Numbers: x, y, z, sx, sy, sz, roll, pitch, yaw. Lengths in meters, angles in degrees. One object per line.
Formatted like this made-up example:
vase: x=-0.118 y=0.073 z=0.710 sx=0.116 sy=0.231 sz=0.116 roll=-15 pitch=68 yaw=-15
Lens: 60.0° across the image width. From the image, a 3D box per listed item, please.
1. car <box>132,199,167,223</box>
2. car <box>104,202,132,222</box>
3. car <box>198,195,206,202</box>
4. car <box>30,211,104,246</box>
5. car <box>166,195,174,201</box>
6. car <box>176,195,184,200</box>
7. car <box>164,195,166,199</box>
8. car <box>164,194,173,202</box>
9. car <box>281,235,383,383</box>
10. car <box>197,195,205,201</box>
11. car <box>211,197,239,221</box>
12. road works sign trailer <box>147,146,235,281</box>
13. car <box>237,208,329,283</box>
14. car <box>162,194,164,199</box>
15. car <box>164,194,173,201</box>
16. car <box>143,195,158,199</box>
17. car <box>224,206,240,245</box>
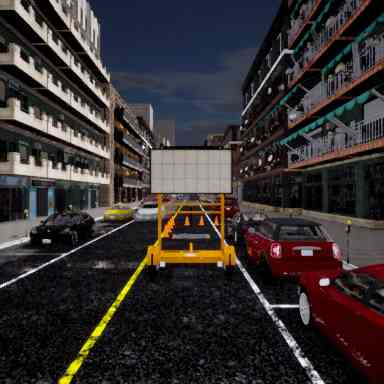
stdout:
car: x=-3.068 y=1.523 z=25.329 sx=1.812 sy=1.442 sz=4.674 roll=0 pitch=0 yaw=0
car: x=-5.760 y=1.523 z=26.383 sx=1.752 sy=1.417 sz=4.829 roll=0 pitch=0 yaw=0
car: x=2.480 y=1.503 z=77.471 sx=1.752 sy=1.417 sz=4.829 roll=0 pitch=0 yaw=0
car: x=-5.730 y=1.565 z=15.280 sx=1.947 sy=1.339 sz=4.313 roll=0 pitch=0 yaw=0
car: x=-5.931 y=1.516 z=88.555 sx=1.887 sy=1.381 sz=4.507 roll=0 pitch=0 yaw=0
car: x=-3.246 y=1.460 z=89.782 sx=2.128 sy=1.511 sz=4.902 roll=0 pitch=0 yaw=0
car: x=-5.839 y=1.570 z=54.736 sx=1.802 sy=1.307 sz=4.206 roll=0 pitch=0 yaw=0
car: x=-5.899 y=1.292 z=77.282 sx=2.192 sy=1.841 sz=5.009 roll=0 pitch=0 yaw=0
car: x=2.682 y=1.545 z=4.028 sx=1.887 sy=1.381 sz=4.507 roll=0 pitch=0 yaw=0
car: x=2.449 y=1.516 z=88.573 sx=1.887 sy=1.381 sz=4.507 roll=0 pitch=0 yaw=0
car: x=2.621 y=1.312 z=26.573 sx=2.192 sy=1.841 sz=5.009 roll=0 pitch=0 yaw=0
road works sign trailer: x=-0.025 y=0.464 z=9.789 sx=2.380 sy=3.560 sz=2.880 roll=0 pitch=0 yaw=0
car: x=2.667 y=1.440 z=9.664 sx=1.967 sy=1.590 sz=4.097 roll=0 pitch=0 yaw=0
car: x=-5.822 y=1.305 z=49.100 sx=2.192 sy=1.841 sz=5.009 roll=0 pitch=0 yaw=0
car: x=-5.915 y=1.415 z=82.917 sx=1.967 sy=1.590 sz=4.097 roll=0 pitch=0 yaw=0
car: x=-5.807 y=1.432 z=43.464 sx=1.967 sy=1.590 sz=4.097 roll=0 pitch=0 yaw=0
car: x=2.651 y=1.550 z=15.300 sx=2.008 sy=1.369 sz=4.403 roll=0 pitch=0 yaw=0
